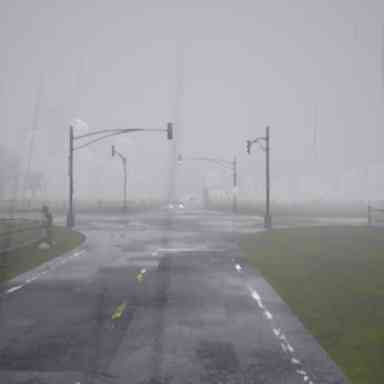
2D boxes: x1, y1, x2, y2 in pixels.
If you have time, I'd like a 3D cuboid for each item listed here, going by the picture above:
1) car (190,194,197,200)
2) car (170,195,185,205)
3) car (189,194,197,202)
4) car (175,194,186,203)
[{"bbox_3d":[0.340,1.342,89.062,1.837,1.490,4.892,0,0,0],"label":"car"},{"bbox_3d":[-2.630,1.346,57.193,2.097,1.767,4.553,0,0,1],"label":"car"},{"bbox_3d":[0.284,1.519,78.639,2.128,1.511,4.902,0,0,0],"label":"car"},{"bbox_3d":[-2.501,1.354,72.229,2.097,1.767,4.553,0,0,0],"label":"car"}]
